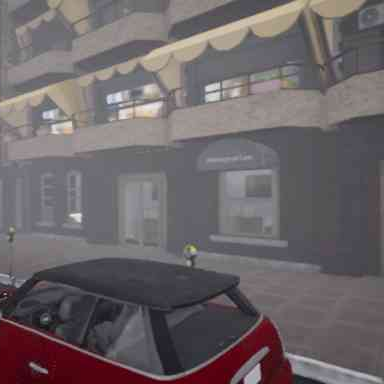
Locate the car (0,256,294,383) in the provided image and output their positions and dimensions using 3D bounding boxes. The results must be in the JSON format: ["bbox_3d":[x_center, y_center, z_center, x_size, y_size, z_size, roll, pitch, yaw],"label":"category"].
[{"bbox_3d":[-1.117,1.468,3.674,4.097,1.590,1.967,-1,0,36],"label":"car"}]
